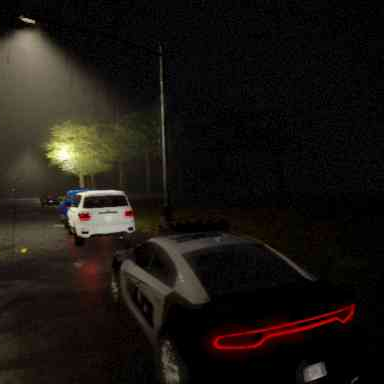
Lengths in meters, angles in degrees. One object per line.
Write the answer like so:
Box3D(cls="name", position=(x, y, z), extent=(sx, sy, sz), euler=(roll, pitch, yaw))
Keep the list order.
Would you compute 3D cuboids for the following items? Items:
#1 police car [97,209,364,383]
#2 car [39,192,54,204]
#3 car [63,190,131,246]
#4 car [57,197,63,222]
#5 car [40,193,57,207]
Box3D(cls="police car", position=(-0.015, 1.272, 5.160), extent=(1.930, 1.638, 5.238), euler=(-3, 2, -24))
Box3D(cls="car", position=(-22.431, 0.881, 51.221), extent=(1.837, 1.490, 4.892), euler=(-3, 2, -26))
Box3D(cls="car", position=(-4.060, 0.961, 14.243), extent=(2.150, 2.045, 5.566), euler=(-2, 2, -24))
Box3D(cls="car", position=(-6.528, 0.891, 19.723), extent=(2.150, 2.045, 5.566), euler=(-2, 2, -24))
Box3D(cls="car", position=(-16.885, 1.053, 39.667), extent=(1.994, 1.385, 4.181), euler=(-2, 1, -24))
